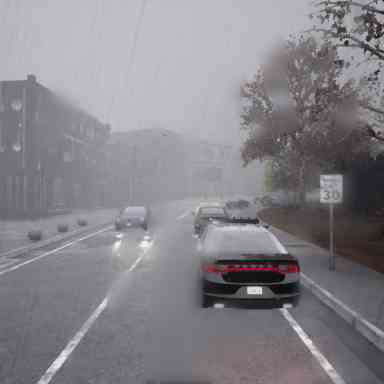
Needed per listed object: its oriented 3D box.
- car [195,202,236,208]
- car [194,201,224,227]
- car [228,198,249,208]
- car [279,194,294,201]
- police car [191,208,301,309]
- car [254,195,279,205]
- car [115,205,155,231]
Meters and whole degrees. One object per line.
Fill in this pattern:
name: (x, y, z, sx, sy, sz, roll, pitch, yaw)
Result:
car: (1.042, 1.509, 17.937, 1.837, 1.490, 4.892, 0, 0, 1)
car: (1.262, 1.481, 23.783, 1.882, 1.535, 5.008, 0, 0, 4)
car: (6.399, 1.518, 46.172, 1.895, 1.301, 4.718, 0, 0, 28)
car: (18.729, 1.071, 67.227, 4.902, 1.511, 2.128, -2, 0, -32)
police car: (1.033, 1.427, 8.091, 1.930, 1.638, 5.238, 0, 0, 0)
car: (12.050, 1.290, 55.330, 1.837, 1.490, 4.892, -1, 1, 40)
car: (-3.415, 1.532, 20.704, 1.812, 1.442, 4.674, 0, 0, 2)
